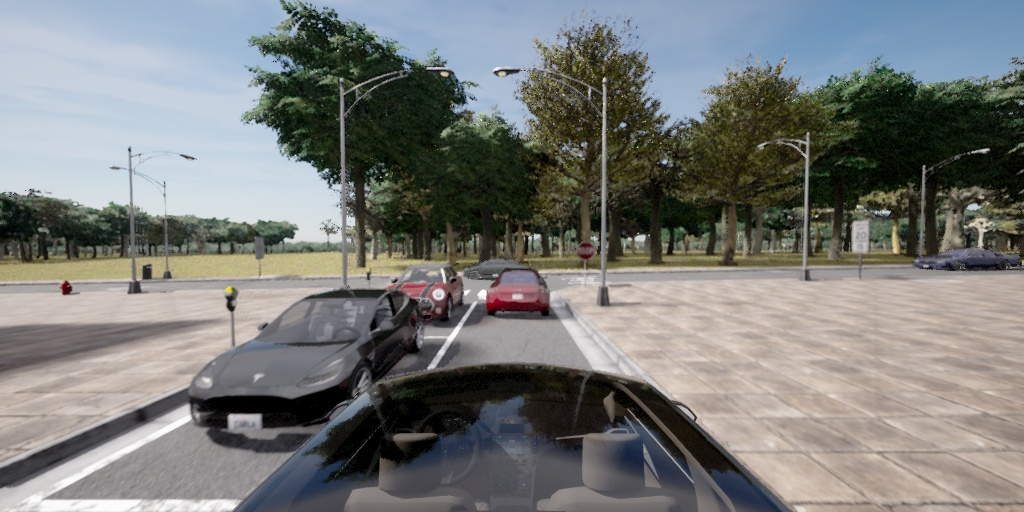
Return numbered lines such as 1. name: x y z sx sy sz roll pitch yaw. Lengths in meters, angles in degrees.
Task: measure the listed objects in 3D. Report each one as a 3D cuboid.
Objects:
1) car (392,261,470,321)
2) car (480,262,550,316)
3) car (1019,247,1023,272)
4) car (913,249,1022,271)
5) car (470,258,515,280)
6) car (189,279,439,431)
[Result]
1. car: -2.639 0.994 11.168 1.967 1.591 4.097 0 0 0
2. car: 0.255 1.094 12.315 1.994 1.385 4.181 0 1 3
3. car: 33.570 0.218 20.934 4.902 1.511 2.128 -1 2 0
4. car: 30.266 0.233 23.883 5.357 1.411 2.033 -1 2 0
5. car: -1.155 0.831 23.917 4.181 1.385 1.994 -1 2 0
6. car: -2.639 1.232 5.734 1.948 1.339 4.313 0 0 0
